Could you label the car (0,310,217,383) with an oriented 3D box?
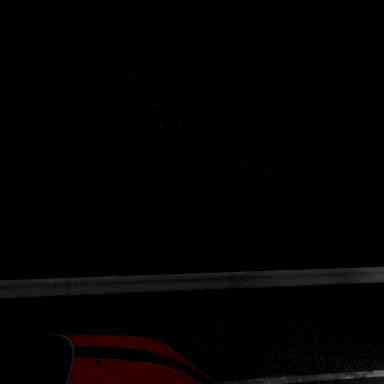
[{"bbox_3d":[-1.848,1.352,1.669,4.553,1.767,2.097,0,0,-6],"label":"car"}]
